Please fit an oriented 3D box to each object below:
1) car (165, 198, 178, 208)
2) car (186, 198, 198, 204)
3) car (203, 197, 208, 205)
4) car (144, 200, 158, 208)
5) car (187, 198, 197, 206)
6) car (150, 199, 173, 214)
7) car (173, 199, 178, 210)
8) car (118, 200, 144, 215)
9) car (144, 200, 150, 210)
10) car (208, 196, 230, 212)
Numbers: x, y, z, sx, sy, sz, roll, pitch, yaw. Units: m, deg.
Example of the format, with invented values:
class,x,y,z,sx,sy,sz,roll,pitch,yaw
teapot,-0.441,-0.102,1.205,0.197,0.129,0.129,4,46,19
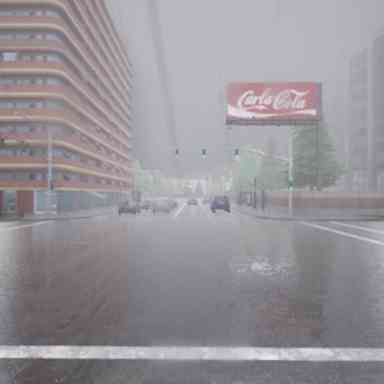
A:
class,x,y,z,sx,sy,sz,roll,pitch,yaw
car,-3.577,1.909,58.772,1.882,1.535,5.008,0,0,0
car,-0.010,2.099,78.175,2.128,1.511,4.902,0,0,-6
car,3.491,1.904,74.765,2.097,1.767,4.553,0,0,0
car,-7.079,2.025,57.835,1.895,1.301,4.718,0,0,0
car,0.092,1.985,67.083,2.128,1.511,4.902,0,0,0
car,-3.590,1.819,39.860,1.812,1.442,4.674,0,0,0
car,-3.586,1.921,48.620,1.994,1.385,4.181,0,0,1
car,-7.093,1.758,38.207,1.882,1.535,5.008,0,0,0
car,-7.093,1.842,47.673,2.128,1.511,4.902,0,0,0
car,3.594,1.538,43.025,2.150,2.045,5.566,0,0,0
